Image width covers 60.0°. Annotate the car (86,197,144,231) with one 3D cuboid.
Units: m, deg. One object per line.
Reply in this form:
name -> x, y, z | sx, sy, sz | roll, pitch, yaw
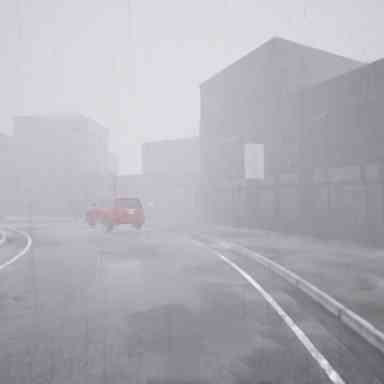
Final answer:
car -> -5.096, 1.327, 21.729 | 2.150, 2.045, 5.566 | 2, -1, -35
